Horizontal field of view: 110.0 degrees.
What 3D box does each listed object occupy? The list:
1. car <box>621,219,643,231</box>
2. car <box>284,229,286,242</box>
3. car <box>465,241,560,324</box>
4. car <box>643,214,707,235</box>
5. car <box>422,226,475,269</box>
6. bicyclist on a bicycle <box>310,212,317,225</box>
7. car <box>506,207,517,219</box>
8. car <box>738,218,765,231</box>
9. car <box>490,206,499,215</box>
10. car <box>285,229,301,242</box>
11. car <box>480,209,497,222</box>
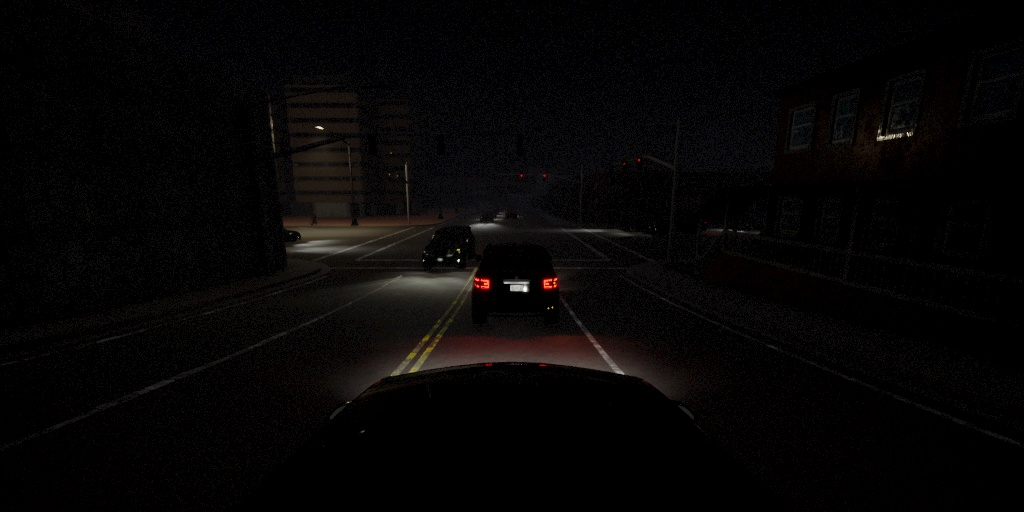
[{"bbox_3d":[14.759,-3.491,40.172,4.718,1.301,1.895,0,10,0],"label":"car"},{"bbox_3d":[-19.908,-1.229,26.166,4.902,1.511,2.128,0,10,0],"label":"car"},{"bbox_3d":[0.064,0.603,10.723,2.150,2.045,5.566,0,4,-1],"label":"car"},{"bbox_3d":[16.882,-3.273,36.646,5.566,2.045,2.150,0,10,0],"label":"car"},{"bbox_3d":[-3.529,-0.609,20.945,2.150,2.045,5.566,0,9,3],"label":"car"},{"bbox_3d":[-25.370,-4.779,45.838,0.582,1.620,1.656,0,10,0],"label":"bicyclist on a bicycle"},{"bbox_3d":[-0.087,-7.149,61.583,1.895,1.301,4.718,0,10,0],"label":"car"},{"bbox_3d":[27.917,-3.553,40.122,4.674,1.442,1.812,0,10,0],"label":"car"},{"bbox_3d":[-3.715,-7.442,62.849,1.812,1.442,4.674,0,10,0],"label":"car"},{"bbox_3d":[-20.102,-1.803,29.611,4.892,1.490,1.837,0,10,0],"label":"car"},{"bbox_3d":[-3.719,-5.875,54.102,1.895,1.301,4.718,0,10,0],"label":"car"}]
